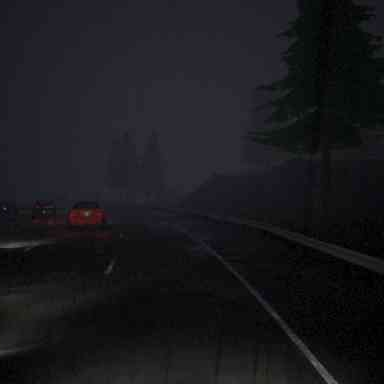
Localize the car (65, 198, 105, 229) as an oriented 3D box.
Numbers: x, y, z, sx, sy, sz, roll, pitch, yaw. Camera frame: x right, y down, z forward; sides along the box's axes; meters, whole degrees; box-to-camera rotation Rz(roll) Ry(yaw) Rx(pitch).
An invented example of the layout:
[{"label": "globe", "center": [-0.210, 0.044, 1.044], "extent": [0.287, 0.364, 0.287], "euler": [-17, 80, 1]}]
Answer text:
[{"label": "car", "center": [-6.748, 1.326, 21.606], "extent": [2.097, 1.767, 4.553], "euler": [0, 0, -15]}]

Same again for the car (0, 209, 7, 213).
[{"label": "car", "center": [-7.969, 1.506, 10.573], "extent": [1.837, 1.490, 4.892], "euler": [0, 0, -8]}]

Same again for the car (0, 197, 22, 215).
[{"label": "car", "center": [-18.661, 1.548, 33.598], "extent": [1.994, 1.385, 4.181], "euler": [0, 0, -26]}]

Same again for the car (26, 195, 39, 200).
[{"label": "car", "center": [-35.883, 1.434, 76.090], "extent": [1.994, 1.385, 4.181], "euler": [0, 0, -38]}]

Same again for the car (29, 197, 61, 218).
[{"label": "car", "center": [-13.212, 1.467, 29.948], "extent": [2.128, 1.511, 4.902], "euler": [0, 0, -22]}]

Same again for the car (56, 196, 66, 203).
[{"label": "car", "center": [-25.715, 1.464, 64.795], "extent": [1.812, 1.442, 4.674], "euler": [0, 0, -38]}]
